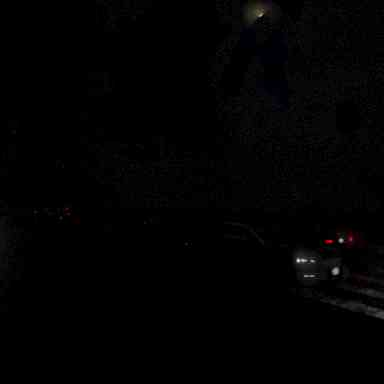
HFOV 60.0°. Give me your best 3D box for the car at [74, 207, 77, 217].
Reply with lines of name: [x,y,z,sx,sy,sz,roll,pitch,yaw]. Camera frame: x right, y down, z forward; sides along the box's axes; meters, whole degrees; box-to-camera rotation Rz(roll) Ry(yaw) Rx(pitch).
car: [-15.332,2.196,40.124,1.837,1.490,4.892,0,-1,-34]

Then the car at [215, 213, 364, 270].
car: [3.318,1.630,12.605,2.033,1.411,5.357,0,-1,-34]

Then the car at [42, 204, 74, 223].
car: [-12.856,2.051,31.234,1.812,1.442,4.674,0,-1,-34]

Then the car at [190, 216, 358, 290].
car: [1.854,1.553,9.509,2.128,1.511,4.902,0,-1,-34]
